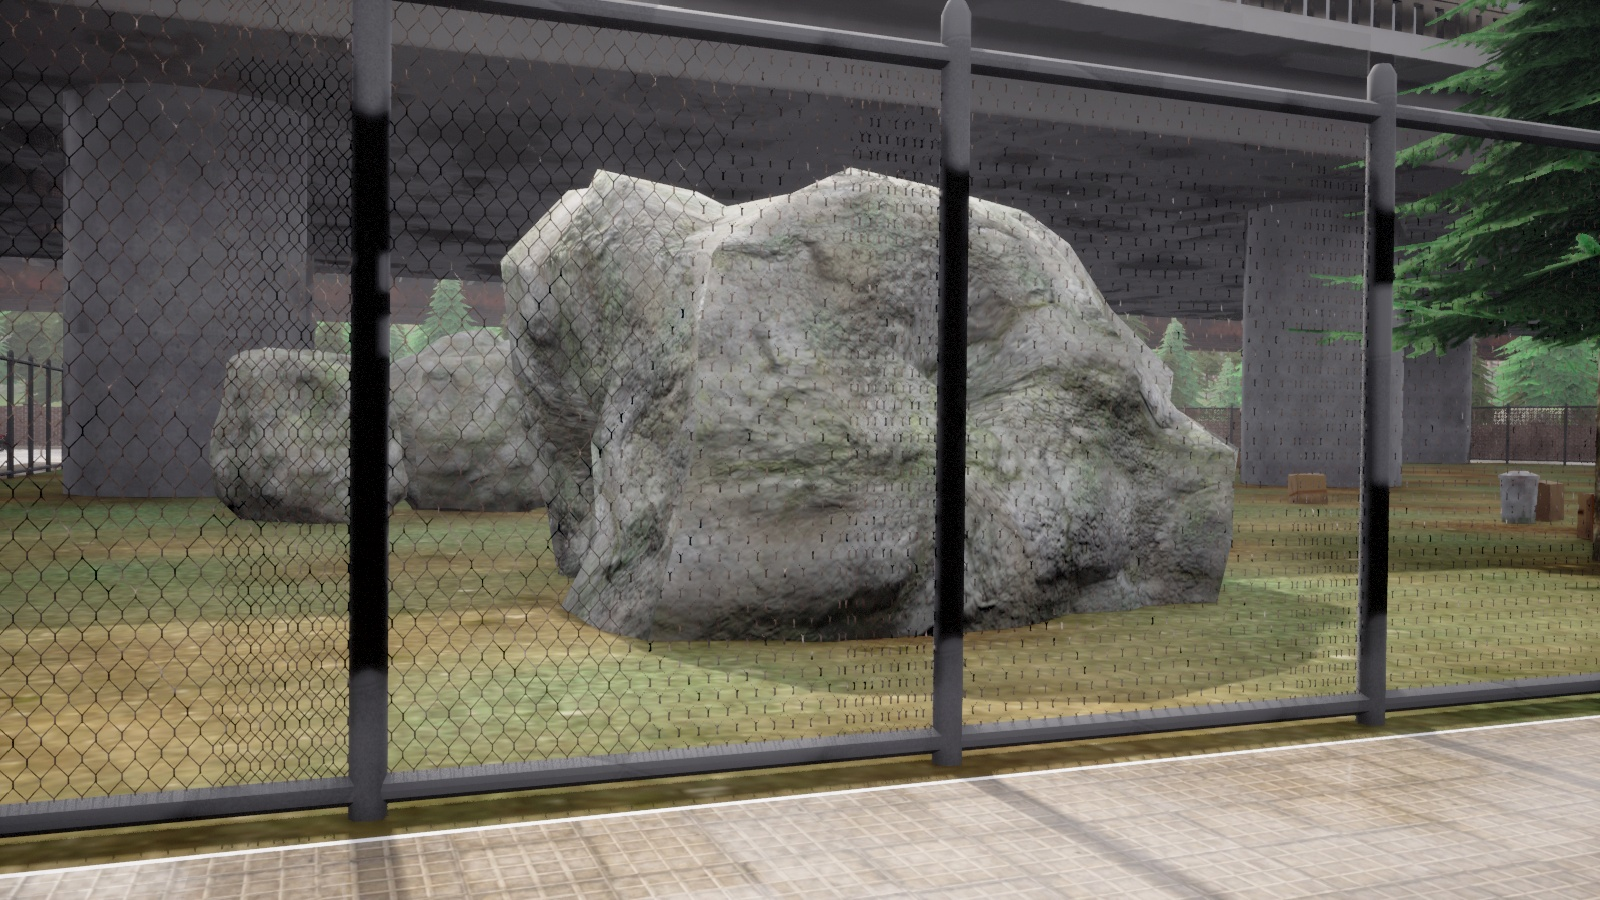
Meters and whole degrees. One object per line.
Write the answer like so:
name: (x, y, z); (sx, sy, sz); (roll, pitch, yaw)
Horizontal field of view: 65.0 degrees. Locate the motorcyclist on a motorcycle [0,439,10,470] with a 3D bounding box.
motorcyclist on a motorcycle: (-41.396, 0.247, 63.702); (0.797, 1.523, 2.044); (2, 2, 35)
